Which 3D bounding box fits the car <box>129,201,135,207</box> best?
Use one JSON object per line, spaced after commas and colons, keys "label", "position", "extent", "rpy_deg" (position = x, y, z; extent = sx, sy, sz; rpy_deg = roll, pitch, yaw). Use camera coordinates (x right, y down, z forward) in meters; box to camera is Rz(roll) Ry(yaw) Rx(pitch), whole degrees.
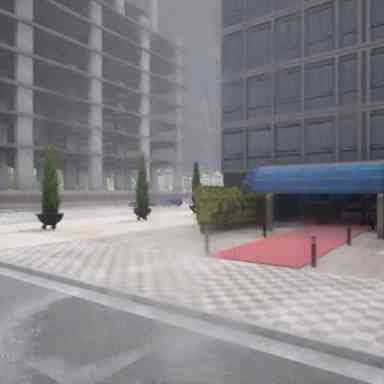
{"label": "car", "position": [-7.620, 1.618, 50.565], "extent": [1.994, 1.385, 4.181], "rpy_deg": [0, 0, 36]}

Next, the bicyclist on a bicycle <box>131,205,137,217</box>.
{"label": "bicyclist on a bicycle", "position": [-4.597, 1.332, 28.353], "extent": [1.656, 1.620, 0.582], "rpy_deg": [0, 0, 36]}

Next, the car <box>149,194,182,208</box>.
{"label": "car", "position": [-3.733, 1.269, 49.964], "extent": [2.150, 2.045, 5.566], "rpy_deg": [0, 0, 36]}
